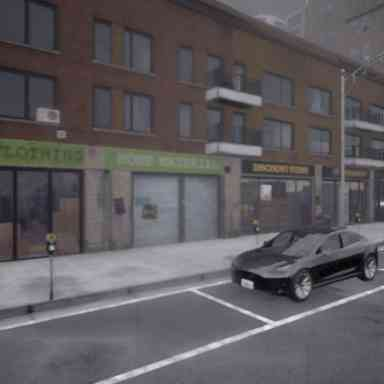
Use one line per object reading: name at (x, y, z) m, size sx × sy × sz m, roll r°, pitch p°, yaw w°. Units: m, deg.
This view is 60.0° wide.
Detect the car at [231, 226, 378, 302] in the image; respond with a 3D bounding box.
car at (2.947, 1.570, 8.289) m, size 4.313 × 1.339 × 1.947 m, roll 0°, pitch 0°, yaw -35°
